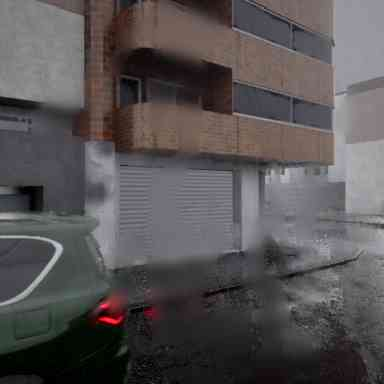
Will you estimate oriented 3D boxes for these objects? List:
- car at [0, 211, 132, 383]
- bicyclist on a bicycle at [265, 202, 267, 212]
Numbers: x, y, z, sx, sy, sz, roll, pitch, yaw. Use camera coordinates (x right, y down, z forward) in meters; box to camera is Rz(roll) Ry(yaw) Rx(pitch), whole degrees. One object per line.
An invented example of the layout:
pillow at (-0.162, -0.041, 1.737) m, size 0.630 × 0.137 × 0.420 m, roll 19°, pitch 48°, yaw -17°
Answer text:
car at (-3.181, 1.221, 2.265) m, size 5.566 × 2.045 × 2.150 m, roll 0°, pitch 0°, yaw -35°
bicyclist on a bicycle at (7.223, 1.349, 34.565) m, size 1.656 × 1.620 × 0.582 m, roll 0°, pitch 0°, yaw -36°
